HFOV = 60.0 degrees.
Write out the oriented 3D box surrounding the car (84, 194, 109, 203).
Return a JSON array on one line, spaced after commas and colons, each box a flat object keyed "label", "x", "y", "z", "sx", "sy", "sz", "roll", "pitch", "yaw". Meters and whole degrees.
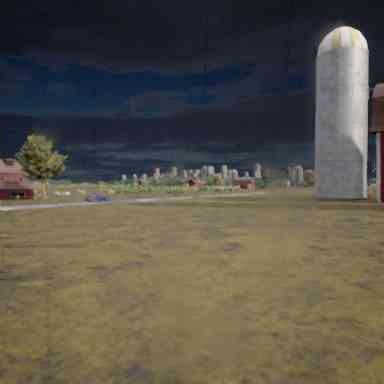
[{"label": "car", "x": -15.762, "y": 1.000, "z": 55.124, "sx": 1.994, "sy": 1.385, "sz": 4.181, "roll": 1, "pitch": 2, "yaw": 36}]
